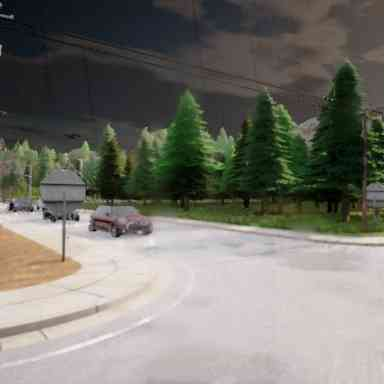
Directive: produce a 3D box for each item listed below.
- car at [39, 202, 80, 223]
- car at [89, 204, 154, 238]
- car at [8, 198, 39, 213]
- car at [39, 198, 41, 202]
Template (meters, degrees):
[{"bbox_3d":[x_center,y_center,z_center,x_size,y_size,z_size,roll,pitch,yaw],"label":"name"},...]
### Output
[{"bbox_3d":[-10.689,1.685,27.155,1.994,1.385,4.181,1,-1,-38],"label":"car"},{"bbox_3d":[-4.035,1.482,18.734,2.097,1.767,4.553,1,-1,-38],"label":"car"},{"bbox_3d":[-19.968,1.463,38.948,2.097,1.767,4.553,1,0,-38],"label":"car"},{"bbox_3d":[-18.278,1.378,42.637,2.150,2.045,5.566,1,-1,-38],"label":"car"}]
